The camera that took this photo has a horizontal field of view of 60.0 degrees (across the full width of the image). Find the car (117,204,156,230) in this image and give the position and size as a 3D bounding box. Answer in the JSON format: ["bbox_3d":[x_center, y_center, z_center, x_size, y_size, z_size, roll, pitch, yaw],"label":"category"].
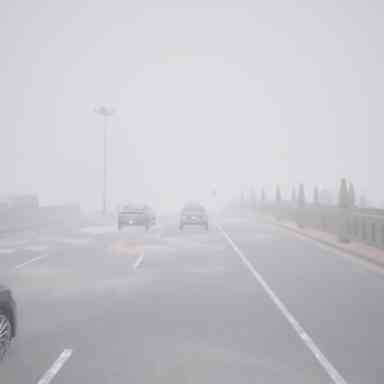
[{"bbox_3d":[-3.386,1.499,20.932,2.128,1.511,4.902,0,0,0],"label":"car"}]

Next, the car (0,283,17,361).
[{"bbox_3d":[-3.389,1.492,2.782,2.128,1.511,4.902,0,0,0],"label":"car"}]

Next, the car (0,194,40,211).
[{"bbox_3d":[-17.476,1.248,33.738,2.150,2.045,5.566,0,-1,0],"label":"car"}]

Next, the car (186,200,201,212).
[{"bbox_3d":[0.131,1.845,42.688,1.812,1.442,4.674,0,-3,0],"label":"car"}]

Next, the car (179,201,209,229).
[{"bbox_3d":[0.115,1.556,21.842,2.033,1.411,5.357,0,0,0],"label":"car"}]
